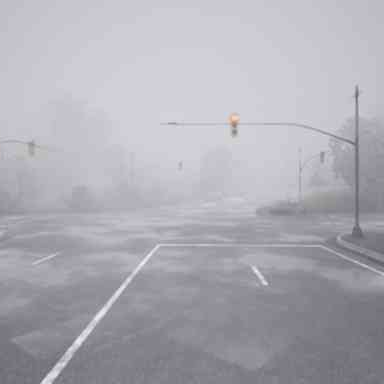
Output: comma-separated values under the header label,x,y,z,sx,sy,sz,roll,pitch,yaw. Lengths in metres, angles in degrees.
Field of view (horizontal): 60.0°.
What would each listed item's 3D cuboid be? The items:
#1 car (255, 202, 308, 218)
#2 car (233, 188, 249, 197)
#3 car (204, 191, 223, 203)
label,x,y,z,sx,sy,sz,roll,pitch,yaw
car,8.592,1.697,32.002,4.902,1.511,2.128,0,0,3
car,11.726,0.124,78.956,2.150,2.045,5.566,0,3,30
car,4.277,0.968,64.799,2.150,2.045,5.566,0,2,24
